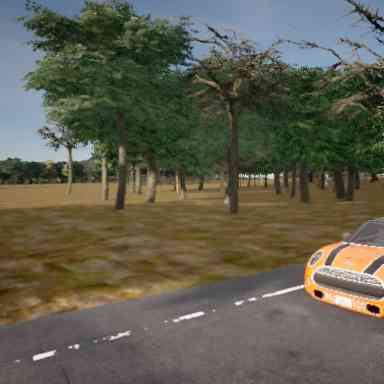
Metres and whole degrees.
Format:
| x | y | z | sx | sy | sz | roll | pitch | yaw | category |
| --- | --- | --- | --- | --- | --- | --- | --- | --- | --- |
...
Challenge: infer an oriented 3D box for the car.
| x | y | z | sx | sy | sz | roll | pitch | yaw | category |
| --- | --- | --- | --- | --- | --- | --- | --- | --- | --- |
| 4.517 | 1.341 | 7.216 | 4.553 | 1.767 | 2.097 | 0 | 0 | -36 | car |
